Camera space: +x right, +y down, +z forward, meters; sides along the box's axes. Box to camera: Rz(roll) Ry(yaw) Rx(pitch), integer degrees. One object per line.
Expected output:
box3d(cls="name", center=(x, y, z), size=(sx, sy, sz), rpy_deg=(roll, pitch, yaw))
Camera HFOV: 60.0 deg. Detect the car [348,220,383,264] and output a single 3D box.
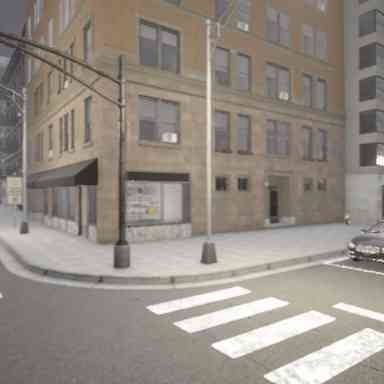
box3d(cls="car", center=(6.980, 1.594, 11.158), size=(4.403, 1.369, 2.008), rpy_deg=(0, 0, -35))
